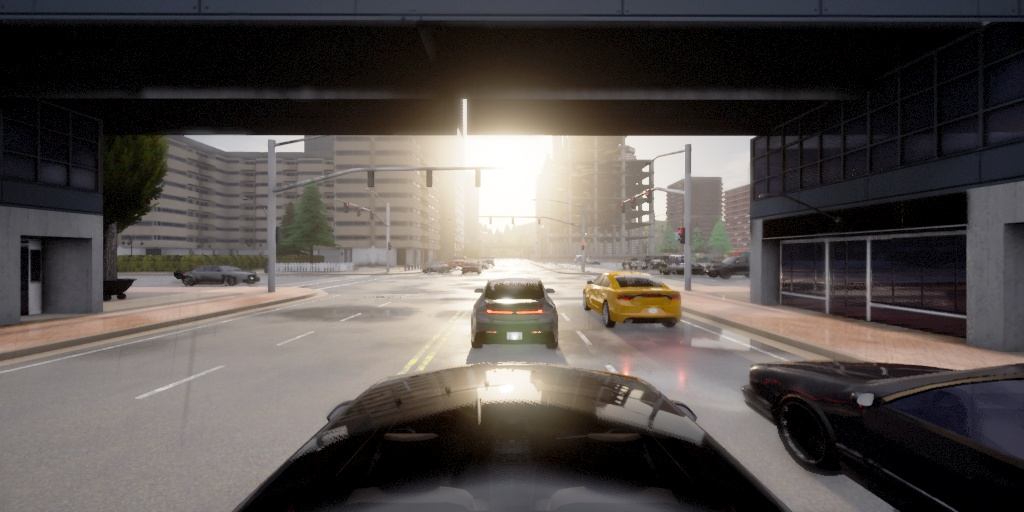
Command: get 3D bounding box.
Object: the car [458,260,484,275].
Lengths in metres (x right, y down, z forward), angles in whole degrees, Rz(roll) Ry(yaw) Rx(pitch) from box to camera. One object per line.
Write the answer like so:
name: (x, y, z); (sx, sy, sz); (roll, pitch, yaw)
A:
car: (-4.392, 1.351, 39.137); (1.895, 1.301, 4.718); (0, 0, -1)

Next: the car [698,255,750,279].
car: (19.895, 0.971, 31.400); (5.566, 2.045, 2.150); (0, 0, 1)

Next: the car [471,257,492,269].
car: (-4.539, 1.297, 53.008); (2.033, 1.411, 5.357); (0, 0, 0)

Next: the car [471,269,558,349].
car: (0.064, 1.255, 9.162); (1.837, 1.490, 4.892); (0, 0, 0)

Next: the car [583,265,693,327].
car: (3.575, 1.228, 11.533); (1.882, 1.535, 5.008); (0, 0, 0)

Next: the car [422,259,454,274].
car: (-8.540, 1.314, 40.790); (1.994, 1.385, 4.181); (0, 0, 10)

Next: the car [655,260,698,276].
car: (16.881, 1.351, 34.938); (4.718, 1.301, 1.895); (0, 0, 0)

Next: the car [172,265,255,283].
car: (-22.758, 1.351, 27.451); (4.718, 1.301, 1.895); (0, 0, 0)

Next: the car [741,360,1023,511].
car: (3.600, 1.297, 1.706); (2.033, 1.411, 5.357); (0, 0, 0)

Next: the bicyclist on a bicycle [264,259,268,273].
bicyclist on a bicycle: (-26.006, 1.051, 38.419); (0.582, 1.620, 1.656); (0, 0, 0)

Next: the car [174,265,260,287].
car: (-19.383, 1.313, 23.971); (4.181, 1.385, 1.994); (0, 0, 0)

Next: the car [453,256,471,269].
car: (-8.049, 0.971, 54.622); (2.150, 2.045, 5.566); (0, 0, -1)
